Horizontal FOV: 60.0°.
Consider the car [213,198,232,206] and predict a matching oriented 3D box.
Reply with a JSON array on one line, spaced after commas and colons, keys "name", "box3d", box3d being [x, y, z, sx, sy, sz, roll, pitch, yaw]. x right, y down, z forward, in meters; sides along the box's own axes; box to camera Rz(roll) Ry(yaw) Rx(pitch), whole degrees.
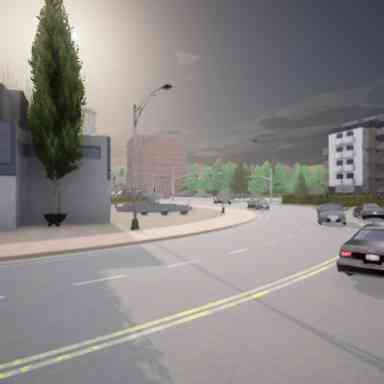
[{"name": "car", "box3d": [6.026, 1.859, 66.572, 2.033, 1.411, 5.357, 0, 0, -21]}]

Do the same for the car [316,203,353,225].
[{"name": "car", "box3d": [10.319, 1.610, 24.657, 2.128, 1.511, 4.902, 0, 0, 20]}]

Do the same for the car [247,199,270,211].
[{"name": "car", "box3d": [9.112, 1.749, 45.712, 2.128, 1.511, 4.902, 0, 0, -10]}]

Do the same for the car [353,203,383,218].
[{"name": "car", "box3d": [15.514, 1.691, 29.242, 1.994, 1.385, 4.181, 0, 0, 14]}]

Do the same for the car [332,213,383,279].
[{"name": "car", "box3d": [5.841, 1.589, 9.710, 2.033, 1.411, 5.357, 0, 0, 40]}]
